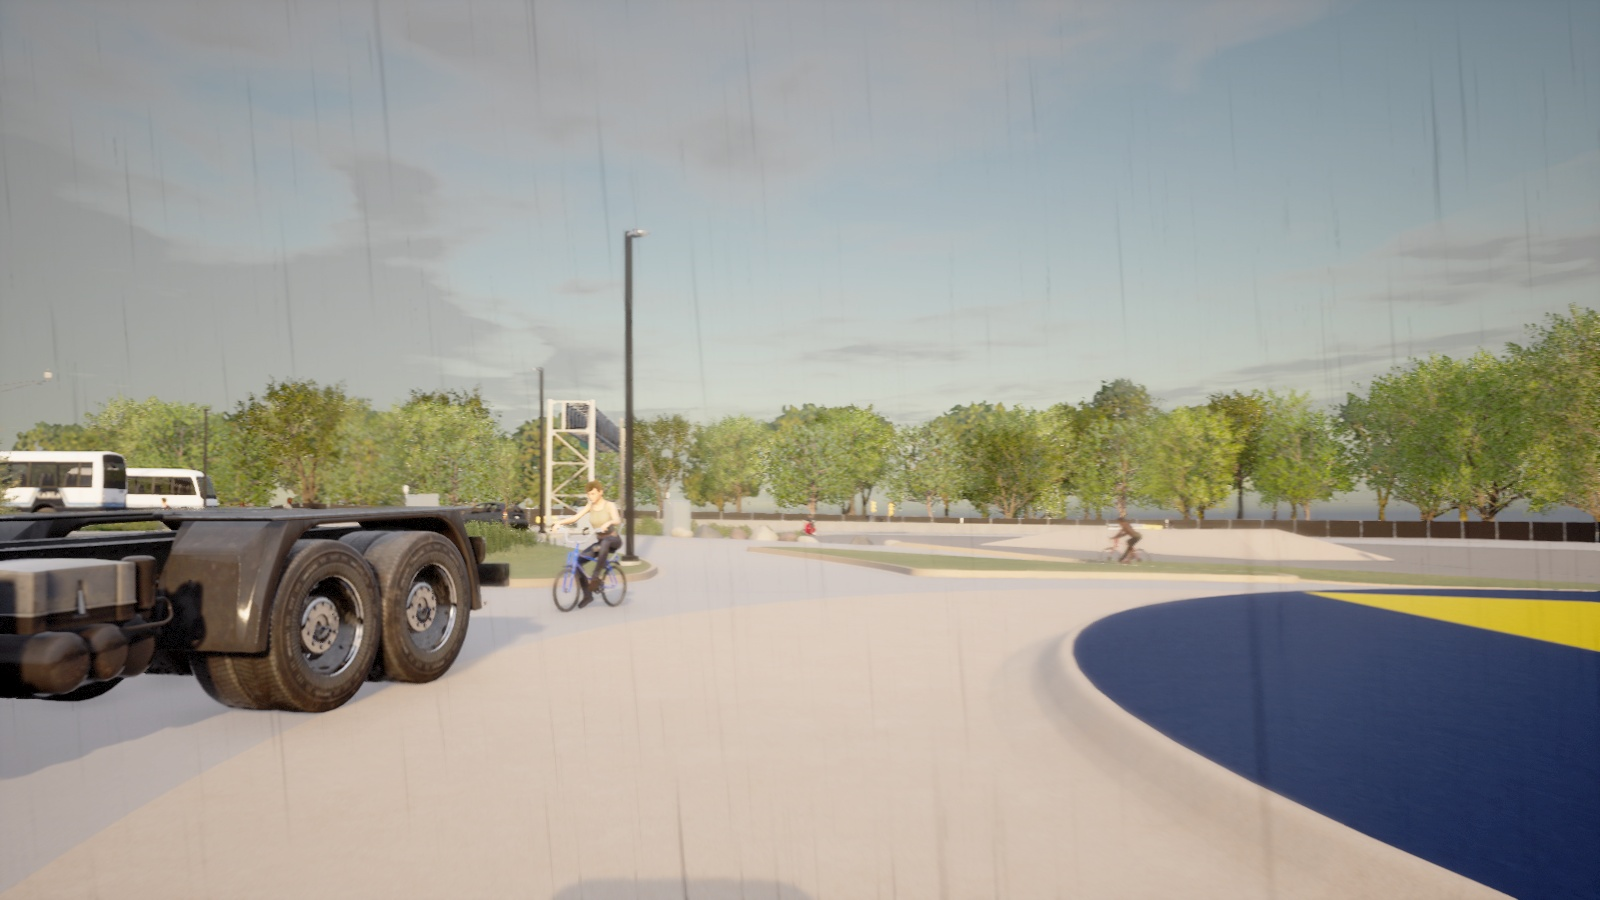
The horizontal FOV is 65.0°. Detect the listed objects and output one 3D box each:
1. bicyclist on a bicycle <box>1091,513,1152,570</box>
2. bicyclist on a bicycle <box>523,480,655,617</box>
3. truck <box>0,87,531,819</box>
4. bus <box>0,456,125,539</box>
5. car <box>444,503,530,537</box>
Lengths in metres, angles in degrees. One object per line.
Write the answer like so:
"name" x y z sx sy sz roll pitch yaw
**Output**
"bicyclist on a bicycle" 9.757 2.777 38.157 1.656 1.620 0.582 0 -5 40
"bicyclist on a bicycle" -2.617 1.207 15.716 0.866 1.612 1.509 -3 -3 28
"truck" -4.854 0.051 7.385 2.891 3.462 7.936 -1 -1 17
"bus" -42.175 2.562 66.759 10.273 4.253 3.944 0 -3 -5
"car" -15.581 3.511 62.527 3.988 1.617 1.851 -3 -5 30
